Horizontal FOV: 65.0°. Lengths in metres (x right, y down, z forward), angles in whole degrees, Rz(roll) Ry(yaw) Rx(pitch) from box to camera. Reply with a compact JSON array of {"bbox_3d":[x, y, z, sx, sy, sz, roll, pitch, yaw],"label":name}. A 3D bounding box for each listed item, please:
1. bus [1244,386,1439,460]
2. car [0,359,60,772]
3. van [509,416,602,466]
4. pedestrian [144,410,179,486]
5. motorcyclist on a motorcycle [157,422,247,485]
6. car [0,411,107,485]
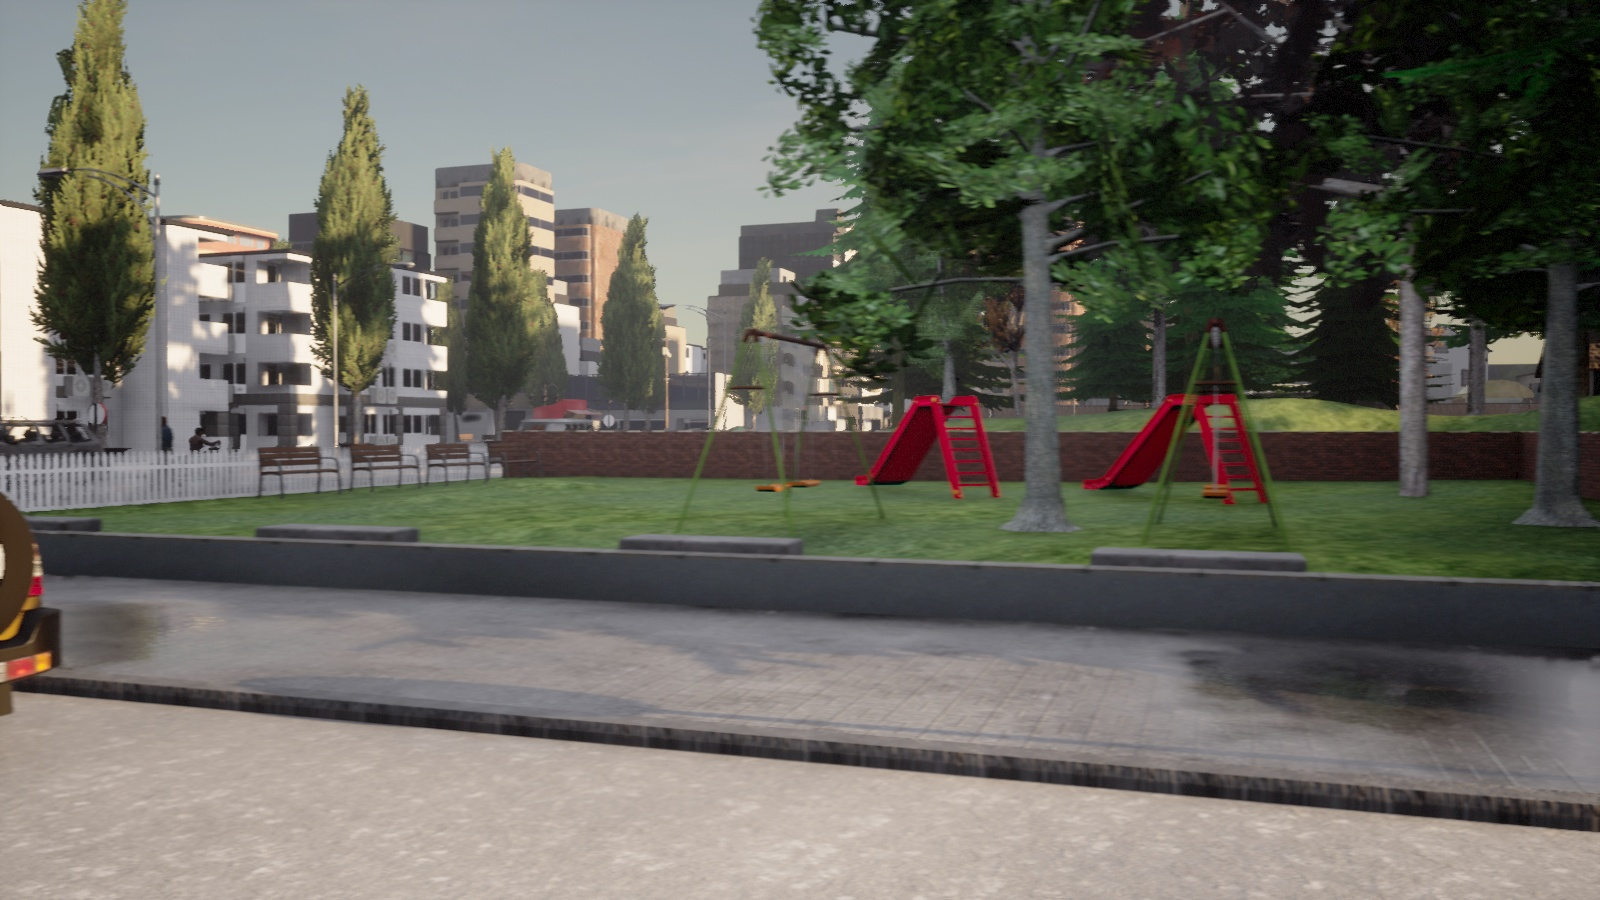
[{"bbox_3d":[32.203,-1.613,75.319,10.273,4.253,3.944,1,1,16],"label":"bus"},{"bbox_3d":[-5.976,0.500,5.729,4.605,1.855,1.932,1,1,19],"label":"car"},{"bbox_3d":[-10.070,-0.390,52.061,1.775,1.987,4.442,1,1,19],"label":"van"},{"bbox_3d":[-15.534,-0.054,30.547,0.726,1.835,0.370,0,1,-21],"label":"pedestrian"},{"bbox_3d":[-16.177,0.073,34.052,0.766,1.649,2.350,1,1,19],"label":"motorcyclist on a motorcycle"},{"bbox_3d":[-20.808,-0.073,32.844,1.932,1.855,4.605,1,1,19],"label":"car"}]
